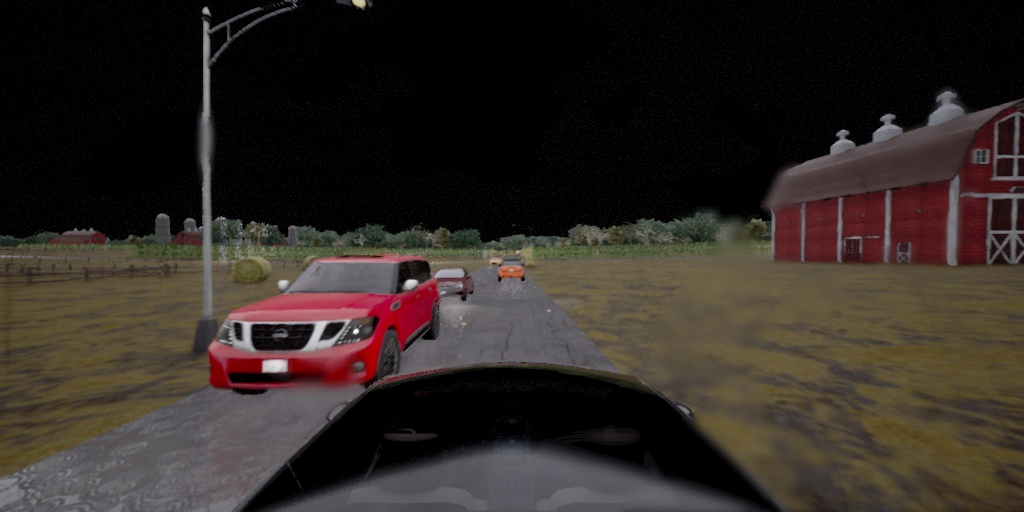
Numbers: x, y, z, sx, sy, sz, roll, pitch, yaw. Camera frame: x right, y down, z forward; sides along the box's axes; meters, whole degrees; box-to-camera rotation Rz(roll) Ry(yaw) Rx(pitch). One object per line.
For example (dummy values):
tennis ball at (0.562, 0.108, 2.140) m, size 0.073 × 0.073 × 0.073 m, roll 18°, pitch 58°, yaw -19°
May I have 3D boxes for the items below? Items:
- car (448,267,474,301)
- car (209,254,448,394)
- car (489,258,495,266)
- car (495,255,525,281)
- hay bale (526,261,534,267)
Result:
car at (-2.898, 1.265, 17.405) m, size 1.812 × 1.442 × 4.674 m, roll 0°, pitch 0°, yaw 0°
car at (-2.866, 0.976, 7.057) m, size 2.150 × 2.045 × 5.566 m, roll 0°, pitch 0°, yaw -1°
car at (-3.027, 1.052, 64.552) m, size 1.882 × 1.535 × 5.008 m, roll 0°, pitch 0°, yaw 0°
car at (-0.042, 1.059, 29.319) m, size 2.097 × 1.767 × 4.553 m, roll 0°, pitch 0°, yaw 0°
hay bale at (2.900, 1.250, 57.569) m, size 1.220 × 1.180 × 1.240 m, roll 0°, pitch 0°, yaw 0°
